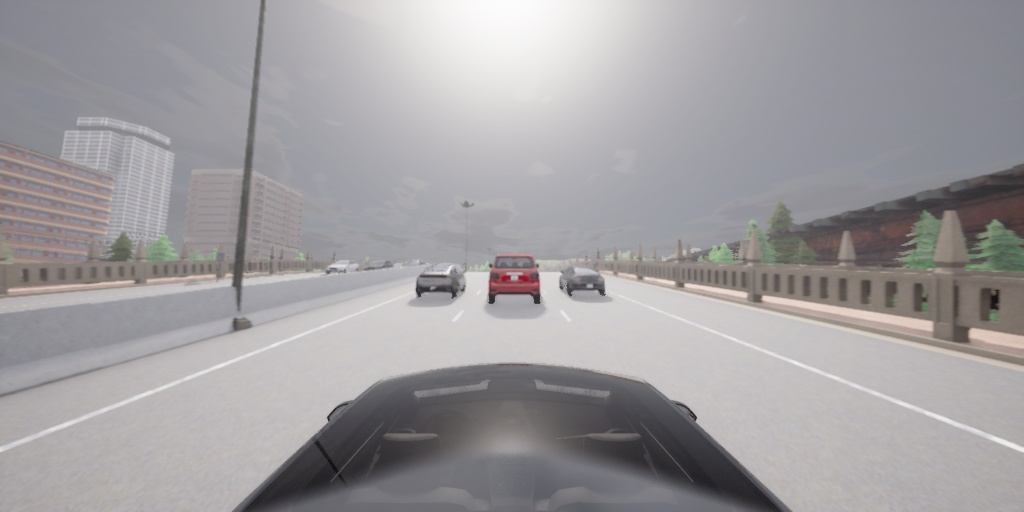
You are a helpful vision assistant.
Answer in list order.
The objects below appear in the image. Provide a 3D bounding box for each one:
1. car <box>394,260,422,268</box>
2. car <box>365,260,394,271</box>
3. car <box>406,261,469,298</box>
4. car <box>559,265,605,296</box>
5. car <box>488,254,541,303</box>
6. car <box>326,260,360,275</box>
[{"bbox_3d":[-10.586,1.133,38.664,2.128,1.511,4.902,0,-1,0],"label":"car"},{"bbox_3d":[-14.086,1.142,38.453,1.837,1.490,4.892,0,-1,0],"label":"car"},{"bbox_3d":[-3.406,1.181,17.813,2.128,1.511,4.902,0,0,0],"label":"car"},{"bbox_3d":[3.595,1.212,18.860,1.812,1.442,4.674,0,0,0],"label":"car"},{"bbox_3d":[0.096,0.917,16.383,2.150,2.045,5.566,0,0,0],"label":"car"},{"bbox_3d":[-17.588,1.155,37.539,1.812,1.442,4.674,0,0,0],"label":"car"}]
